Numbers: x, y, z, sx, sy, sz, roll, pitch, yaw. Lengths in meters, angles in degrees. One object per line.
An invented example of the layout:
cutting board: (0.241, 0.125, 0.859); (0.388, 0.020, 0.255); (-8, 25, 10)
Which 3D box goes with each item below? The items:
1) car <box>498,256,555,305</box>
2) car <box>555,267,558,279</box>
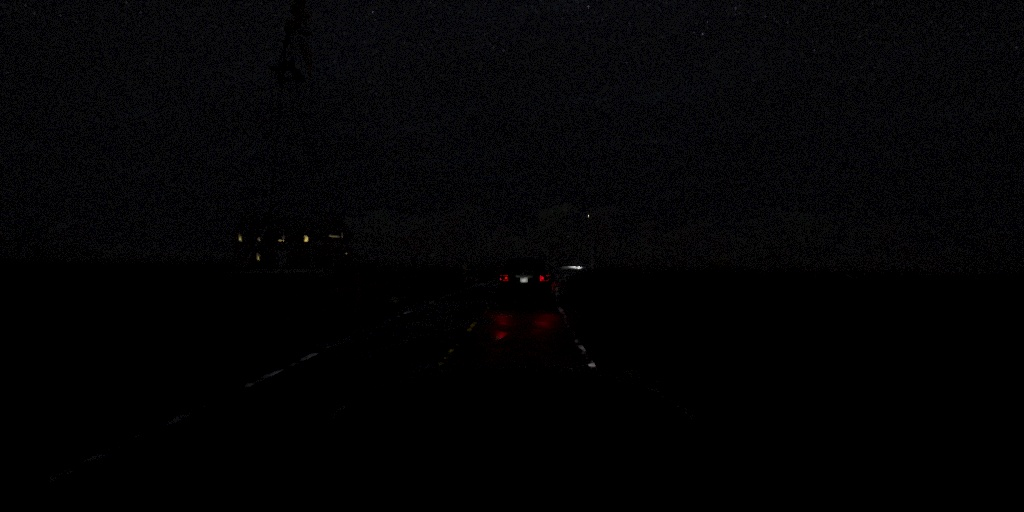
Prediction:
car: (0.712, 1.027, 16.351); (2.150, 2.045, 5.566); (0, 0, 5)
car: (2.834, 1.307, 31.031); (2.128, 1.511, 4.902); (0, 0, 11)
